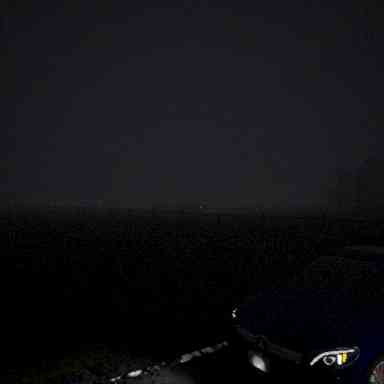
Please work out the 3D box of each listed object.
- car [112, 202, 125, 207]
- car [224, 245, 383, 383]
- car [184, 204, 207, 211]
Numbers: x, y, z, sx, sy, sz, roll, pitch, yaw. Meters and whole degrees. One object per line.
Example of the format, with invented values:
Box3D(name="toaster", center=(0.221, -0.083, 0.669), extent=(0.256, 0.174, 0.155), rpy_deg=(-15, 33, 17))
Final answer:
Box3D(name="car", center=(-20.316, 3.409, 91.293), extent=(1.994, 1.385, 4.181), rpy_deg=(2, -2, -43))
Box3D(name="car", center=(2.609, 1.592, 4.930), extent=(4.674, 1.442, 1.812), rpy_deg=(1, -1, -36))
Box3D(name="car", center=(0.689, 2.974, 64.698), extent=(1.895, 1.301, 4.718), rpy_deg=(2, -2, -43))
